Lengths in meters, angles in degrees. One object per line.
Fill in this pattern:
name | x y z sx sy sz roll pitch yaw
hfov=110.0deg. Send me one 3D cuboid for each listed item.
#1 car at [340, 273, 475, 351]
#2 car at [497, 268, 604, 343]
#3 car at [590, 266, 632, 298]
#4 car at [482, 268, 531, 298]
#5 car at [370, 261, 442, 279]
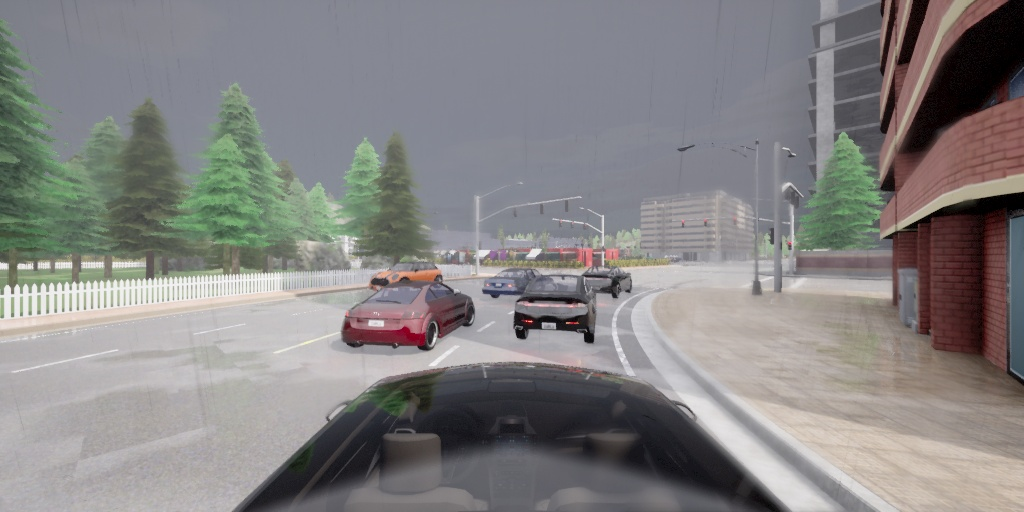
car | -2.356 1.314 9.140 1.994 1.385 4.181 0 0 10
car | 1.355 1.242 9.807 2.128 1.511 4.902 0 0 14
car | 4.856 1.236 18.364 2.128 1.511 4.902 1 1 29
car | 0.483 1.297 17.855 2.033 1.411 5.357 0 0 25
car | -6.071 1.105 20.968 2.097 1.767 4.553 0 0 26
